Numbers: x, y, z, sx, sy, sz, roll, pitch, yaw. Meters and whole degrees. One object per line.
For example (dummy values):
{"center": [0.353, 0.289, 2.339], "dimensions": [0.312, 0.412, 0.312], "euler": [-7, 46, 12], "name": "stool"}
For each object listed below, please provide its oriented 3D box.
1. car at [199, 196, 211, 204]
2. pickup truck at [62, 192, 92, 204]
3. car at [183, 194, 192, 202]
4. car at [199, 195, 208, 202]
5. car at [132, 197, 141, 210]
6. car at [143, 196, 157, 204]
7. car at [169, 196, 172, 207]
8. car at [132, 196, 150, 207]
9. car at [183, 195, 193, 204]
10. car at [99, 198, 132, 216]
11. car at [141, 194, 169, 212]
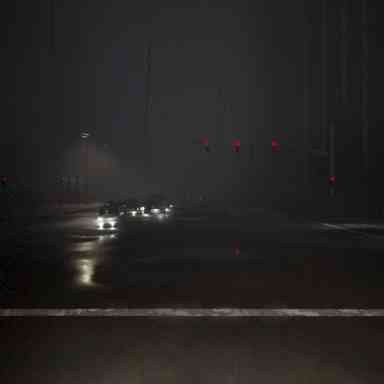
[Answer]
{"center": [2.742, 1.491, 64.740], "dimensions": [2.128, 1.511, 4.902], "euler": [0, 0, -1], "name": "car"}
{"center": [-20.932, 1.059, 59.956], "dimensions": [2.390, 2.098, 6.274], "euler": [0, 0, 30], "name": "pickup truck"}
{"center": [-0.964, 1.355, 75.368], "dimensions": [2.097, 1.767, 4.553], "euler": [0, 0, -1], "name": "car"}
{"center": [2.538, 1.524, 75.124], "dimensions": [1.812, 1.442, 4.674], "euler": [0, 0, -1], "name": "car"}
{"center": [-7.729, 1.478, 42.111], "dimensions": [1.882, 1.535, 5.008], "euler": [0, 0, -1], "name": "car"}
{"center": [-7.886, 1.477, 62.555], "dimensions": [1.882, 1.535, 5.008], "euler": [0, 0, 0], "name": "car"}
{"center": [-4.285, 1.601, 48.390], "dimensions": [1.895, 1.301, 4.718], "euler": [0, 0, -1], "name": "car"}
{"center": [-7.820, 1.490, 51.658], "dimensions": [2.128, 1.511, 4.902], "euler": [0, 0, -1], "name": "car"}
{"center": [-0.762, 1.600, 65.222], "dimensions": [1.895, 1.301, 4.718], "euler": [0, 0, 0], "name": "car"}
{"center": [-7.707, 1.491, 32.809], "dimensions": [2.128, 1.511, 4.902], "euler": [0, 0, 2], "name": "car"}
{"center": [-4.190, 1.221, 38.443], "dimensions": [2.150, 2.045, 5.566], "euler": [0, 0, -1], "name": "car"}
